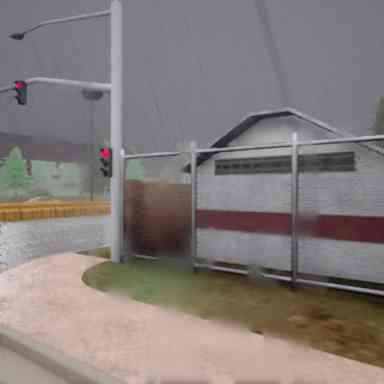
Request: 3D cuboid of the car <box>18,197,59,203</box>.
[{"bbox_3d":[-18.028,1.353,39.009,1.882,1.535,5.008,0,0,34],"label":"car"}]
